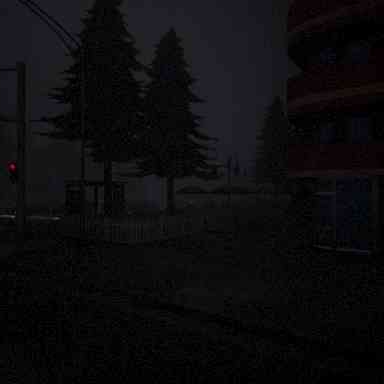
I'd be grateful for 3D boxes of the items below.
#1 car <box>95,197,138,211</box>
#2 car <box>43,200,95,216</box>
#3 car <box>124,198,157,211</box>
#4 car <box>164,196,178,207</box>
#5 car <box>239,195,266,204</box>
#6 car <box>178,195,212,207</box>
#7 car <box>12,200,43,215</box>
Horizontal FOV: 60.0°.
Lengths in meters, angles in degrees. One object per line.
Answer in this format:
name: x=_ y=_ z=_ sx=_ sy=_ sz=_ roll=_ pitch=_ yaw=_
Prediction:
car: x=-9.178 y=1.436 z=40.971 sx=2.128 sy=1.511 sz=4.902 roll=0 pitch=0 yaw=37
car: x=-11.377 y=1.449 z=32.128 sx=1.837 sy=1.490 sz=4.892 roll=0 pitch=0 yaw=36
car: x=-6.064 y=1.508 z=39.269 sx=1.994 sy=1.385 sz=4.181 roll=0 pitch=0 yaw=38
car: x=-1.999 y=1.299 z=49.298 sx=4.553 sy=1.767 sz=2.097 roll=0 pitch=0 yaw=-42
car: x=10.471 y=1.228 z=57.985 sx=5.008 sy=1.535 sz=1.882 roll=0 pitch=0 yaw=-24
car: x=0.746 y=1.296 z=47.126 sx=4.553 sy=1.767 sz=2.097 roll=0 pitch=0 yaw=-43
car: x=-14.941 y=1.492 z=33.201 sx=2.033 sy=1.411 sz=5.357 roll=0 pitch=0 yaw=36
